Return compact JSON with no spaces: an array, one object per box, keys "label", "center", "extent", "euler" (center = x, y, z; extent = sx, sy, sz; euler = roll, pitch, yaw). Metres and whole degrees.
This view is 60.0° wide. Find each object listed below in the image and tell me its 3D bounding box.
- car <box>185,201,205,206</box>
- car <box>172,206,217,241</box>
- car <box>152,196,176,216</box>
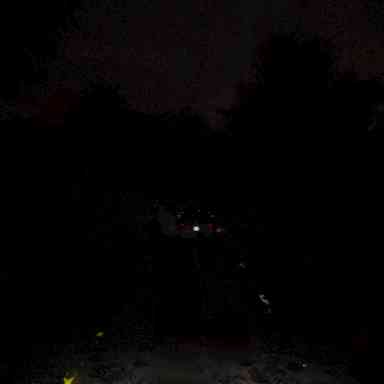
[{"label":"car","center":[0.315,1.707,35.763],"extent":[1.837,1.490,4.892],"euler":[0,0,0]},{"label":"car","center":[0.201,1.645,17.089],"extent":[1.994,1.385,4.181],"euler":[0,0,0]},{"label":"car","center":[-2.852,1.413,35.462],"extent":[2.150,2.045,5.566],"euler":[0,-1,1]}]
